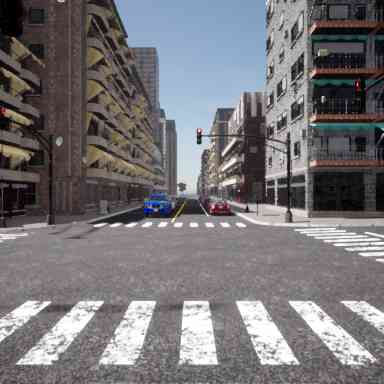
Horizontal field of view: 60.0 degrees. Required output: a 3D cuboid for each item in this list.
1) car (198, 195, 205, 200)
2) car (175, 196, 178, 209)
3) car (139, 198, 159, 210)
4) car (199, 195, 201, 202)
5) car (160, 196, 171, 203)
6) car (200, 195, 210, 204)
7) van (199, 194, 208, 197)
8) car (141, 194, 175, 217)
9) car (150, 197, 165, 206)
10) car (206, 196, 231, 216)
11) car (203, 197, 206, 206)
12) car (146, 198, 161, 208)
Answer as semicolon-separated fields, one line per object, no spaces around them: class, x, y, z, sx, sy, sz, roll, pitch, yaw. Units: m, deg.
car;2.727;1.587;93.917;1.887;1.381;4.507;0;0;0
car;-3.085;1.535;40.988;1.812;1.442;4.674;0;0;1
car;-5.672;1.561;44.113;2.008;1.369;4.403;0;0;0
car;2.715;1.600;60.712;1.802;1.307;4.206;0;0;0
car;-5.661;1.570;71.784;1.887;1.381;4.507;0;0;0
car;2.713;1.597;55.178;1.802;1.307;4.206;0;0;0
van;2.718;1.362;66.247;1.690;1.788;3.998;0;0;0
car;-3.087;1.228;31.190;2.150;2.045;5.566;0;0;0
car;-5.667;1.581;55.182;1.947;1.339;4.313;0;0;0
car;2.705;1.447;33.041;1.967;1.590;4.097;0;0;0
car;2.707;1.559;38.575;2.008;1.369;4.403;0;0;0
car;-5.669;1.594;49.647;1.802;1.307;4.206;0;0;0
